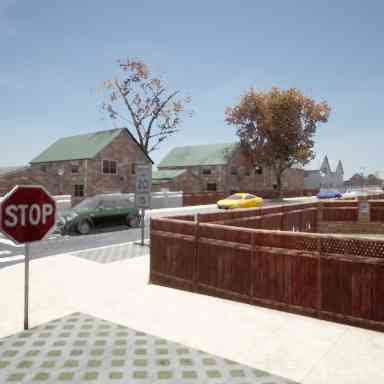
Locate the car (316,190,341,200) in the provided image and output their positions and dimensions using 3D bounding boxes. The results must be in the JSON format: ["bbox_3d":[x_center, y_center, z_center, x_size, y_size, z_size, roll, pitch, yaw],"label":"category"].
[{"bbox_3d":[17.943,0.444,43.539,1.882,1.535,5.008,1,2,41],"label":"car"}]

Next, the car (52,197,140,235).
[{"bbox_3d":[-4.873,1.069,17.010,2.097,1.767,4.553,1,2,40],"label":"car"}]

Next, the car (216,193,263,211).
[{"bbox_3d":[3.985,0.894,27.393,1.882,1.535,5.008,1,2,41],"label":"car"}]
